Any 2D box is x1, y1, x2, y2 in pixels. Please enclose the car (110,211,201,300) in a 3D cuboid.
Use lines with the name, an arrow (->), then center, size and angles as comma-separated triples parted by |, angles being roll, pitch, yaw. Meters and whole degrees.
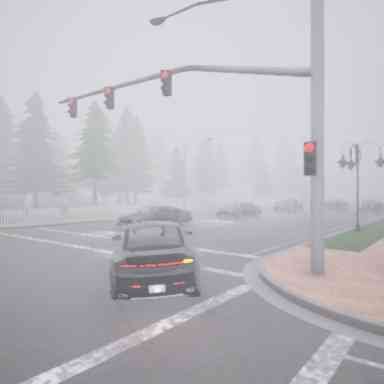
car -> -0.961, 1.504, 8.479 | 1.837, 1.490, 4.892 | -3, 1, -7

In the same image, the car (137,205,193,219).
car -> -2.153, 1.540, 20.792 | 2.033, 1.411, 5.357 | 0, 0, 38

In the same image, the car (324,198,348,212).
car -> 16.506, 1.461, 38.307 | 1.882, 1.535, 5.008 | 0, 0, 39

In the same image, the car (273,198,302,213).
car -> 10.627, 1.490, 36.779 | 1.837, 1.490, 4.892 | 0, 0, 39

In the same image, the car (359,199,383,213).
car -> 19.741, 1.530, 36.752 | 2.033, 1.411, 5.357 | 0, 0, 38

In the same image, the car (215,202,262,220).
car -> 4.142, 1.536, 28.695 | 2.033, 1.411, 5.357 | 0, 0, 39
